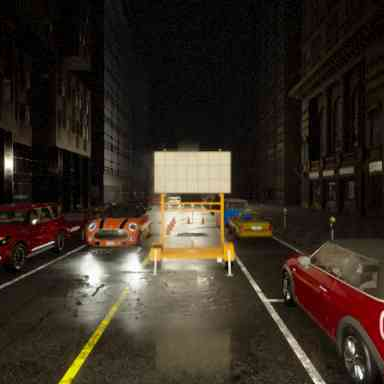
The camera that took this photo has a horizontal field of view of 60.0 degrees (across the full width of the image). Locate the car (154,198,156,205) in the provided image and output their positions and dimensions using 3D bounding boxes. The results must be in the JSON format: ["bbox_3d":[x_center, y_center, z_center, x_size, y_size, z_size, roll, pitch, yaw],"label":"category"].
[{"bbox_3d":[-5.700,1.567,38.869,1.947,1.339,4.313,0,0,0],"label":"car"}]

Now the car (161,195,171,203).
[{"bbox_3d":[-5.643,1.459,72.482,1.967,1.590,4.097,0,0,0],"label":"car"}]

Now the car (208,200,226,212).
[{"bbox_3d":[2.825,1.583,38.867,1.802,1.307,4.206,0,0,0],"label":"car"}]

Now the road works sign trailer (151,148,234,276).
[{"bbox_3d":[0.015,0.463,10.305,2.380,3.560,2.880,0,0,0],"label":"road works sign trailer"}]

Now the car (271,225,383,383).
[{"bbox_3d":[2.766,1.439,5.256,1.967,1.590,4.097,0,0,0],"label":"car"}]

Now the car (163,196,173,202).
[{"bbox_3d":[-5.633,1.567,78.083,1.887,1.381,4.507,0,0,0],"label":"car"}]

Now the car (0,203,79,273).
[{"bbox_3d":[-5.749,1.313,10.859,2.192,1.841,5.009,0,0,0],"label":"car"}]

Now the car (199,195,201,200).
[{"bbox_3d":[2.863,1.578,61.274,1.947,1.339,4.313,0,0,0],"label":"car"}]

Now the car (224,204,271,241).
[{"bbox_3d":[2.786,1.523,16.631,1.752,1.417,4.829,0,0,0],"label":"car"}]

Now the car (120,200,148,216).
[{"bbox_3d":[-5.710,1.565,33.267,1.947,1.339,4.313,0,0,0],"label":"car"}]

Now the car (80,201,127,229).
[{"bbox_3d":[-5.730,1.438,22.063,1.967,1.590,4.097,0,0,0],"label":"car"}]

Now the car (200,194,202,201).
[{"bbox_3d":[2.853,1.449,55.672,1.967,1.590,4.097,0,0,0],"label":"car"}]

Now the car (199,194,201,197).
[{"bbox_3d":[2.873,1.456,66.875,1.967,1.590,4.097,0,0,0],"label":"car"}]

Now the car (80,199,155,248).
[{"bbox_3d":[-3.077,1.350,14.779,2.097,1.767,4.553,0,0,0],"label":"car"}]

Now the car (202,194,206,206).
[{"bbox_3d":[2.833,1.319,44.469,2.192,1.841,5.009,0,0,0],"label":"car"}]

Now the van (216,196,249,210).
[{"bbox_3d":[2.795,1.339,22.062,1.690,1.788,3.998,0,0,0],"label":"van"}]

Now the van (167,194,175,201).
[{"bbox_3d":[-5.614,1.370,89.289,1.690,1.788,3.998,0,0,0],"label":"van"}]

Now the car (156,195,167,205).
[{"bbox_3d":[-5.672,1.554,55.676,1.887,1.381,4.507,0,0,0],"label":"car"}]

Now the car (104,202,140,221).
[{"bbox_3d":[-5.720,1.549,27.665,2.008,1.369,4.403,0,0,0],"label":"car"}]

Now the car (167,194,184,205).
[{"bbox_3d":[-2.989,1.232,57.491,2.150,2.045,5.566,0,0,0],"label":"car"}]

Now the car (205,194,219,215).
[{"bbox_3d":[2.814,1.315,33.265,2.192,1.841,5.009,0,0,0],"label":"car"}]
